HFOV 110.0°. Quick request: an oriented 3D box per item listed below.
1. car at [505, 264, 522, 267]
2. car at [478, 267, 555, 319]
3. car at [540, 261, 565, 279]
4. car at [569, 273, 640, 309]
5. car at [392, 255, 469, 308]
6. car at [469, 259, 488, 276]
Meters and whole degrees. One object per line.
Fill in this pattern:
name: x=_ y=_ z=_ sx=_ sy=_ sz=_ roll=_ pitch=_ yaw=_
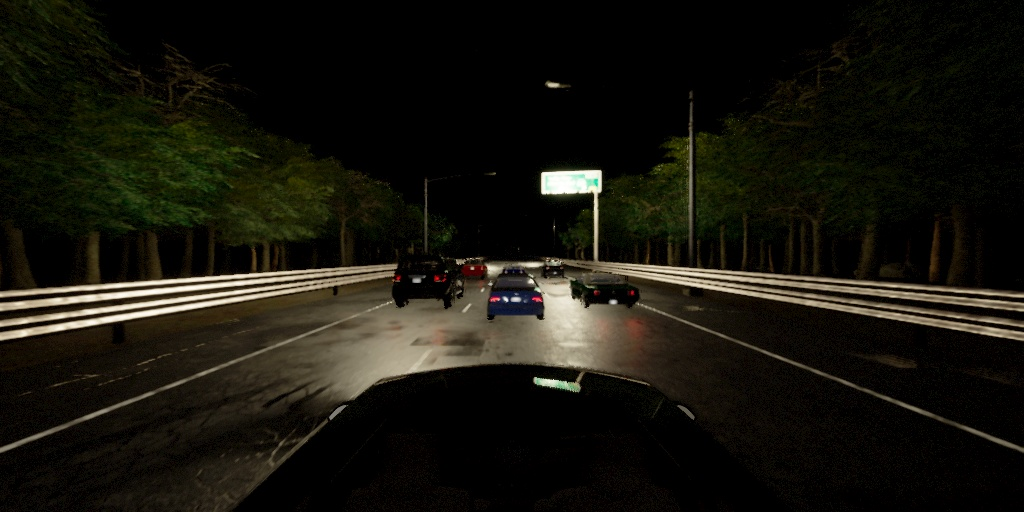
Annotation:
car: x=0.140 y=1.346 z=31.362 sx=1.895 sy=1.301 sz=4.718 roll=0 pitch=0 yaw=0
car: x=0.118 y=1.297 z=12.782 sx=2.033 sy=1.411 sz=5.357 roll=0 pitch=0 yaw=0
car: x=3.653 y=1.236 z=32.769 sx=2.128 sy=1.511 sz=4.902 roll=0 pitch=0 yaw=0
car: x=3.620 y=1.351 z=15.001 sx=1.895 sy=1.301 sz=4.718 roll=0 pitch=0 yaw=0
car: x=-3.379 y=0.970 z=15.427 sx=2.150 sy=2.045 sz=5.566 roll=0 pitch=0 yaw=0
car: x=-3.348 y=1.095 z=32.530 sx=2.097 sy=1.767 sz=4.553 roll=0 pitch=0 yaw=0
